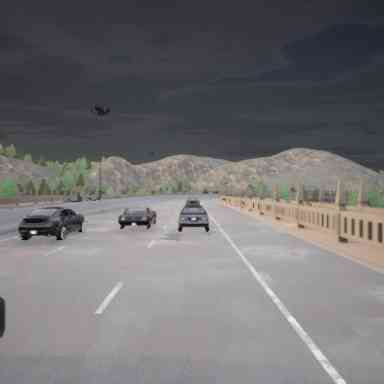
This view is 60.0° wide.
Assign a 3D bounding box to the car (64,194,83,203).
[{"bbox_3d":[-20.997,1.165,59.080,2.097,1.767,4.553,0,0,0],"label":"car"}]

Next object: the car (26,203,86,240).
[{"bbox_3d":[-6.897,1.506,16.890,1.837,1.490,4.892,0,0,0],"label":"car"}]

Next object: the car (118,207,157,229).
[{"bbox_3d":[-3.400,1.602,21.698,1.895,1.301,4.718,0,0,0],"label":"car"}]

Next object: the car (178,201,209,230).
[{"bbox_3d":[0.101,1.548,20.911,2.033,1.411,5.357,0,0,0],"label":"car"}]

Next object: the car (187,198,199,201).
[{"bbox_3d":[0.102,1.507,42.645,1.837,1.490,4.892,0,0,0],"label":"car"}]

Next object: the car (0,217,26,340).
[{"bbox_3d":[-3.400,1.222,1.807,2.150,2.045,5.566,0,0,0],"label":"car"}]

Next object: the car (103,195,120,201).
[{"bbox_3d":[-13.997,1.277,58.203,2.097,1.767,4.553,0,0,0],"label":"car"}]
